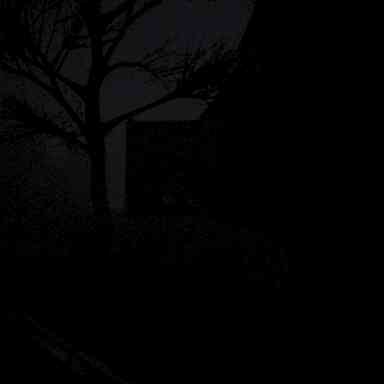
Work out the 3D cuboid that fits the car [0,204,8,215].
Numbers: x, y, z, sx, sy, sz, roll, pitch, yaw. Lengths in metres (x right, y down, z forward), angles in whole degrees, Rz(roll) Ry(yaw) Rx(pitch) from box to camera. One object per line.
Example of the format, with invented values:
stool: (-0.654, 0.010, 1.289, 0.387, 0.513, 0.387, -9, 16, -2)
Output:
car: (-20.143, 1.605, 32.390, 2.033, 1.411, 5.357, 1, -1, 0)
